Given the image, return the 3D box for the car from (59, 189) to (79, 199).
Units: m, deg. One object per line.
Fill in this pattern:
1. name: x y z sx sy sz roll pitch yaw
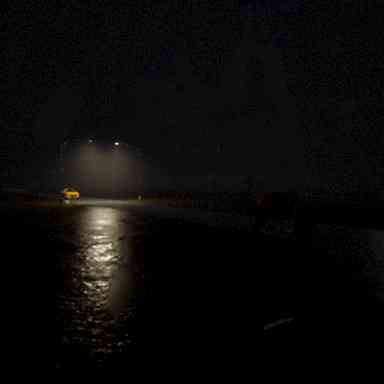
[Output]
1. car: -18.502 0.267 50.018 1.882 1.535 5.008 0 2 -35
